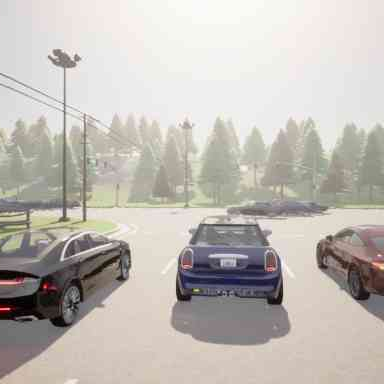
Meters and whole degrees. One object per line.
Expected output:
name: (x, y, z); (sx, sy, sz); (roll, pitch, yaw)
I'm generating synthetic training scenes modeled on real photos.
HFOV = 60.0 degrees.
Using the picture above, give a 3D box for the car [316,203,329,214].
car: (11.708, 1.603, 35.064); (4.718, 1.301, 1.895); (0, 0, 7)

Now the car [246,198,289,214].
car: (5.494, 1.493, 28.786); (4.902, 1.511, 2.128); (0, 0, 7)

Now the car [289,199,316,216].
car: (8.965, 1.527, 31.881); (4.674, 1.442, 1.812); (0, 0, 7)

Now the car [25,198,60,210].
car: (-19.899, 1.603, 42.536); (4.718, 1.301, 1.895); (0, 0, 7)

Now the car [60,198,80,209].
car: (-18.308, 1.549, 45.864); (5.357, 1.411, 2.033); (0, 0, 7)

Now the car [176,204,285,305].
car: (0.940, 1.352, 8.358); (2.097, 1.767, 4.553); (0, 0, 7)

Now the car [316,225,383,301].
car: (4.439, 1.526, 8.123); (1.812, 1.442, 4.674); (0, 0, 7)

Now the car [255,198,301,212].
car: (9.970, 1.494, 38.808); (4.902, 1.511, 2.128); (0, 0, 7)

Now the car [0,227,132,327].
car: (-2.742, 1.492, 7.073); (2.128, 1.511, 4.902); (0, 0, 7)

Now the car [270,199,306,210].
car: (12.077, 1.566, 42.073); (4.181, 1.385, 1.994); (0, 0, 7)

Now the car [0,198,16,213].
car: (-22.315, 1.549, 35.783); (5.357, 1.411, 2.033); (0, 0, 7)

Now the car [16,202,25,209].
car: (-22.947, 1.479, 39.389); (5.008, 1.535, 1.882); (0, 0, 7)

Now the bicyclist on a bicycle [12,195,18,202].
bicyclist on a bicycle: (-27.076, 1.305, 50.953); (0.582, 1.620, 1.656); (0, 0, 7)
